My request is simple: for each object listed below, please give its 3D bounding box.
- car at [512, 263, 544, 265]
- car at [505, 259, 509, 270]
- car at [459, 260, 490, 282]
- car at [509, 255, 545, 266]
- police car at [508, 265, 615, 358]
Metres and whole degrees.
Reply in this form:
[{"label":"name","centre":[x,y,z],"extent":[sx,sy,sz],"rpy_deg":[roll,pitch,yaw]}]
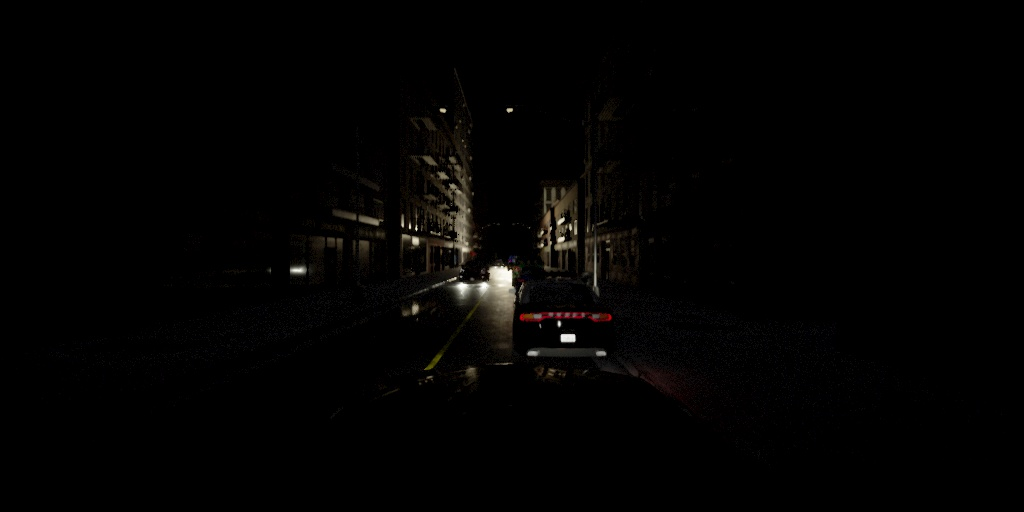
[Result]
[{"label":"car","centre":[1.028,1.263,18.475],"extent":[1.812,1.442,4.674],"rpy_deg":[0,0,0]},{"label":"car","centre":[0.360,1.377,47.071],"extent":[1.895,1.301,4.718],"rpy_deg":[0,0,1]},{"label":"car","centre":[-2.901,1.093,28.473],"extent":[2.097,1.767,4.553],"rpy_deg":[0,0,0]},{"label":"car","centre":[1.072,0.963,24.505],"extent":[2.150,2.045,5.566],"rpy_deg":[0,0,0]},{"label":"police car","centre":[0.957,1.167,8.584],"extent":[1.930,1.638,5.238],"rpy_deg":[0,0,0]}]
